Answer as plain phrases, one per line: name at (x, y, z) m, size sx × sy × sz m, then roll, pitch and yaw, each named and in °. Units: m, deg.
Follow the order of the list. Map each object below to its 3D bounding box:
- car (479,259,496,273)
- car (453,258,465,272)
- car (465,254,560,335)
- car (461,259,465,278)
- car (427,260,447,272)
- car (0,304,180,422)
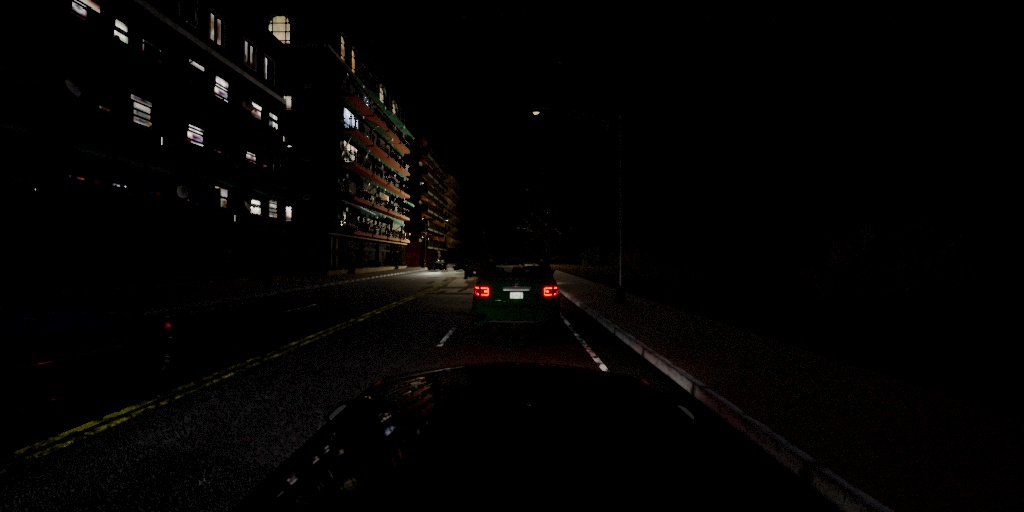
car at (-3.041, 1.229, 45.594) m, size 1.882 × 1.535 × 5.008 m, roll 0°, pitch 0°, yaw 0°
car at (-6.483, 1.103, 47.388) m, size 2.097 × 1.767 × 4.553 m, roll 0°, pitch 0°, yaw 0°
car at (0.116, 0.973, 10.693) m, size 2.150 × 2.045 × 5.566 m, roll 0°, pitch 0°, yaw 0°
car at (-3.075, 1.230, 31.998) m, size 1.882 × 1.535 × 5.008 m, roll 0°, pitch -1°, yaw 0°
car at (-9.734, 1.242, 46.972) m, size 2.128 × 1.511 × 4.902 m, roll 0°, pitch 0°, yaw 0°
car at (-6.594, 1.314, 4.273) m, size 1.994 × 1.385 × 4.181 m, roll 0°, pitch 0°, yaw 0°
